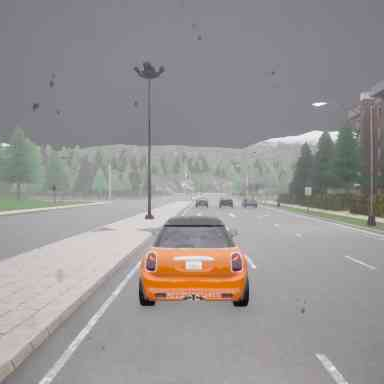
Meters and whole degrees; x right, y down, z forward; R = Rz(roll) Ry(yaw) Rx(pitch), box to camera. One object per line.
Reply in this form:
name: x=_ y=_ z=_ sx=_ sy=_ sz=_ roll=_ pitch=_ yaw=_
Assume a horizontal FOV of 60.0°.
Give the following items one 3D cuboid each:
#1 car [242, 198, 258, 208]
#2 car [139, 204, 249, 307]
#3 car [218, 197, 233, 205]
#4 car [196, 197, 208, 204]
car: x=8.488 y=1.547 z=49.227 sx=2.033 sy=1.411 sz=5.357 roll=0 pitch=0 yaw=2
car: x=0.068 y=1.352 z=8.168 sx=2.097 sy=1.767 sz=4.553 roll=0 pitch=0 yaw=1
car: x=4.990 y=1.477 z=49.356 sx=1.882 sy=1.535 sz=5.008 roll=0 pitch=0 yaw=2
car: x=1.480 y=1.526 z=49.147 sx=1.812 sy=1.442 sz=4.674 roll=0 pitch=0 yaw=2
